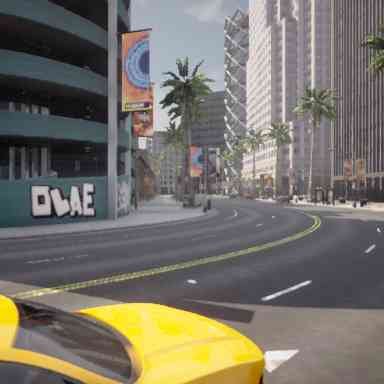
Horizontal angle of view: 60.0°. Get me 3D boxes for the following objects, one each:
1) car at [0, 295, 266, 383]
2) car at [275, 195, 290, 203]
[{"bbox_3d":[-1.630,1.469,2.116,5.008,1.535,1.882,0,0,-35],"label":"car"},{"bbox_3d":[18.160,1.427,67.071,2.231,1.521,4.892,0,0,-4],"label":"car"}]
